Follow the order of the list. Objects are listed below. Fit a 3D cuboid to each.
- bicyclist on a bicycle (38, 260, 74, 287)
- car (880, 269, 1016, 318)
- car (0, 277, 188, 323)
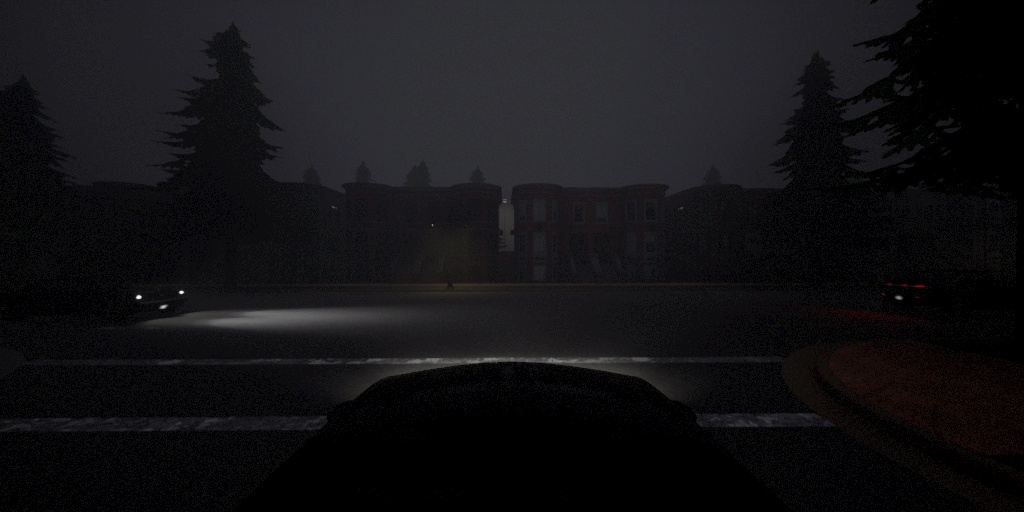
[{"bbox_3d":[-25.683,1.024,20.205,0.582,1.620,1.656,0,0,-1],"label":"bicyclist on a bicycle"},{"bbox_3d":[15.630,1.217,12.267,4.902,1.511,2.128,0,0,-1],"label":"car"},{"bbox_3d":[-13.445,1.327,11.510,4.718,1.301,1.895,0,0,-1],"label":"car"}]
